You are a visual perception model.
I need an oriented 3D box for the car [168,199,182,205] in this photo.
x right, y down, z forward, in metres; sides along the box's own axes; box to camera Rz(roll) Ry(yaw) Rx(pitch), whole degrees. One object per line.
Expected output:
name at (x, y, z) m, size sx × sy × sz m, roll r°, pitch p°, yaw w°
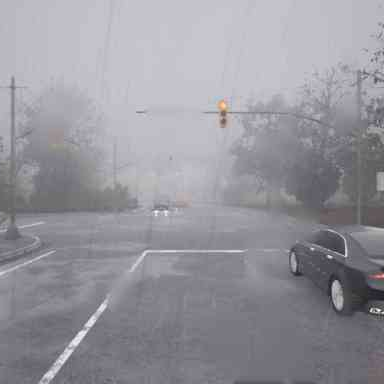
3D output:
car at (-4.326, 2.441, 83.213) m, size 1.895 × 1.301 × 4.718 m, roll 0°, pitch -1°, yaw -22°

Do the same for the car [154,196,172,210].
car at (-3.950, 1.630, 43.601) m, size 2.033 × 1.411 × 5.357 m, roll 0°, pitch -1°, yaw -3°

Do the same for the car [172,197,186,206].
car at (-2.537, 1.789, 63.927) m, size 2.097 × 1.767 × 4.553 m, roll 0°, pitch -1°, yaw -10°

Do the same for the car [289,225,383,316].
car at (3.603, 1.506, 7.475) m, size 1.837 × 1.490 × 4.892 m, roll 0°, pitch 0°, yaw 1°

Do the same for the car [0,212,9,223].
car at (-15.462, 1.678, 23.088) m, size 4.718 × 1.301 × 1.895 m, roll -1°, pitch 0°, yaw -3°

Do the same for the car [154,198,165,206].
car at (-6.283, 1.965, 64.267) m, size 1.837 × 1.490 × 4.892 m, roll 0°, pitch -1°, yaw -10°
